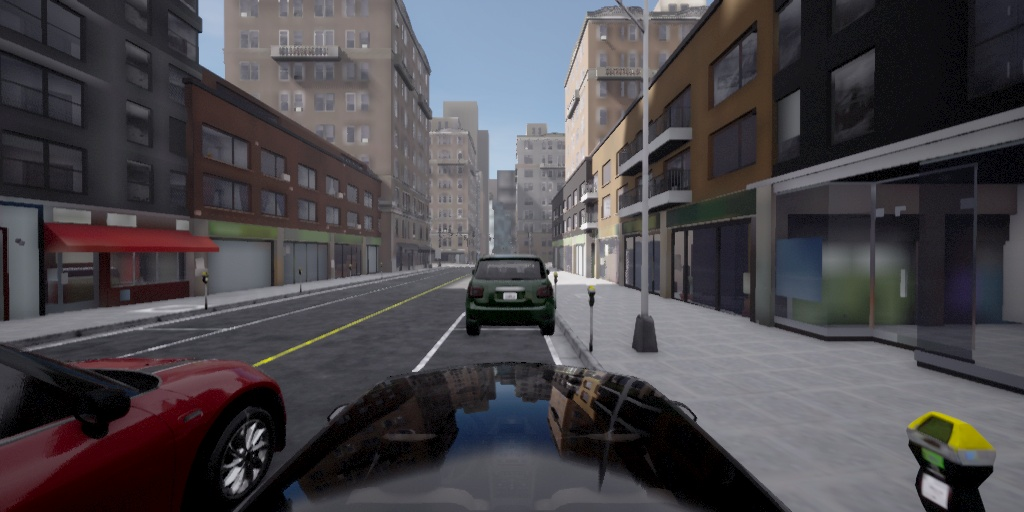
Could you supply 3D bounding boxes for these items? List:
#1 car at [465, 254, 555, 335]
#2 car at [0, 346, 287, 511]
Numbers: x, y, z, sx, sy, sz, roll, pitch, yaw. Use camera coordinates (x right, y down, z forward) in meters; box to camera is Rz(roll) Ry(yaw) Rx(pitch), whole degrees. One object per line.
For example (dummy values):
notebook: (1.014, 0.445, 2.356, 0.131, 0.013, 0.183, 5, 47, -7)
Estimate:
car: (-0.039, 0.966, 10.531, 2.150, 2.045, 5.566, 0, 0, 0)
car: (-3.145, 1.097, 1.470, 2.097, 1.767, 4.553, 0, 0, 0)
